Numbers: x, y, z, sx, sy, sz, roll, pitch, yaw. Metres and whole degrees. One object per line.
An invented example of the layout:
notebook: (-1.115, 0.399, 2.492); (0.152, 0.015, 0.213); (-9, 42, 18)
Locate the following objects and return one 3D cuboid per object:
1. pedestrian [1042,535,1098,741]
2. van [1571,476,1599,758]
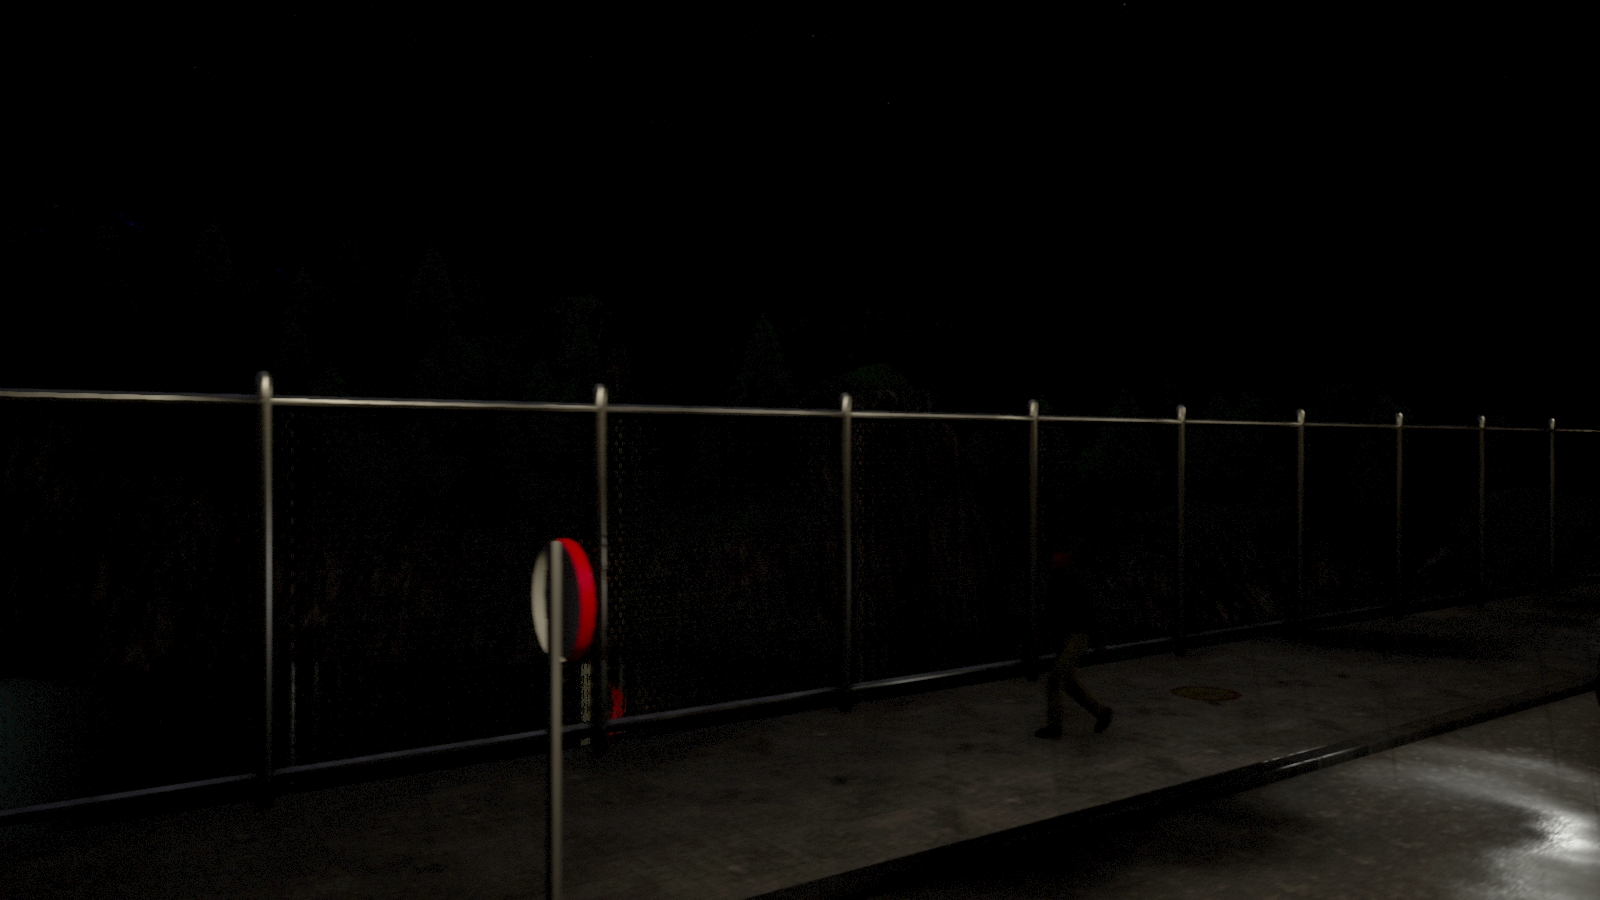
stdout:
pedestrian: (2.535, 1.745, 10.740); (0.375, 1.860, 0.375); (0, 0, -17)
van: (10.164, 1.536, 11.512); (5.915, 2.561, 1.988); (0, 0, -35)
